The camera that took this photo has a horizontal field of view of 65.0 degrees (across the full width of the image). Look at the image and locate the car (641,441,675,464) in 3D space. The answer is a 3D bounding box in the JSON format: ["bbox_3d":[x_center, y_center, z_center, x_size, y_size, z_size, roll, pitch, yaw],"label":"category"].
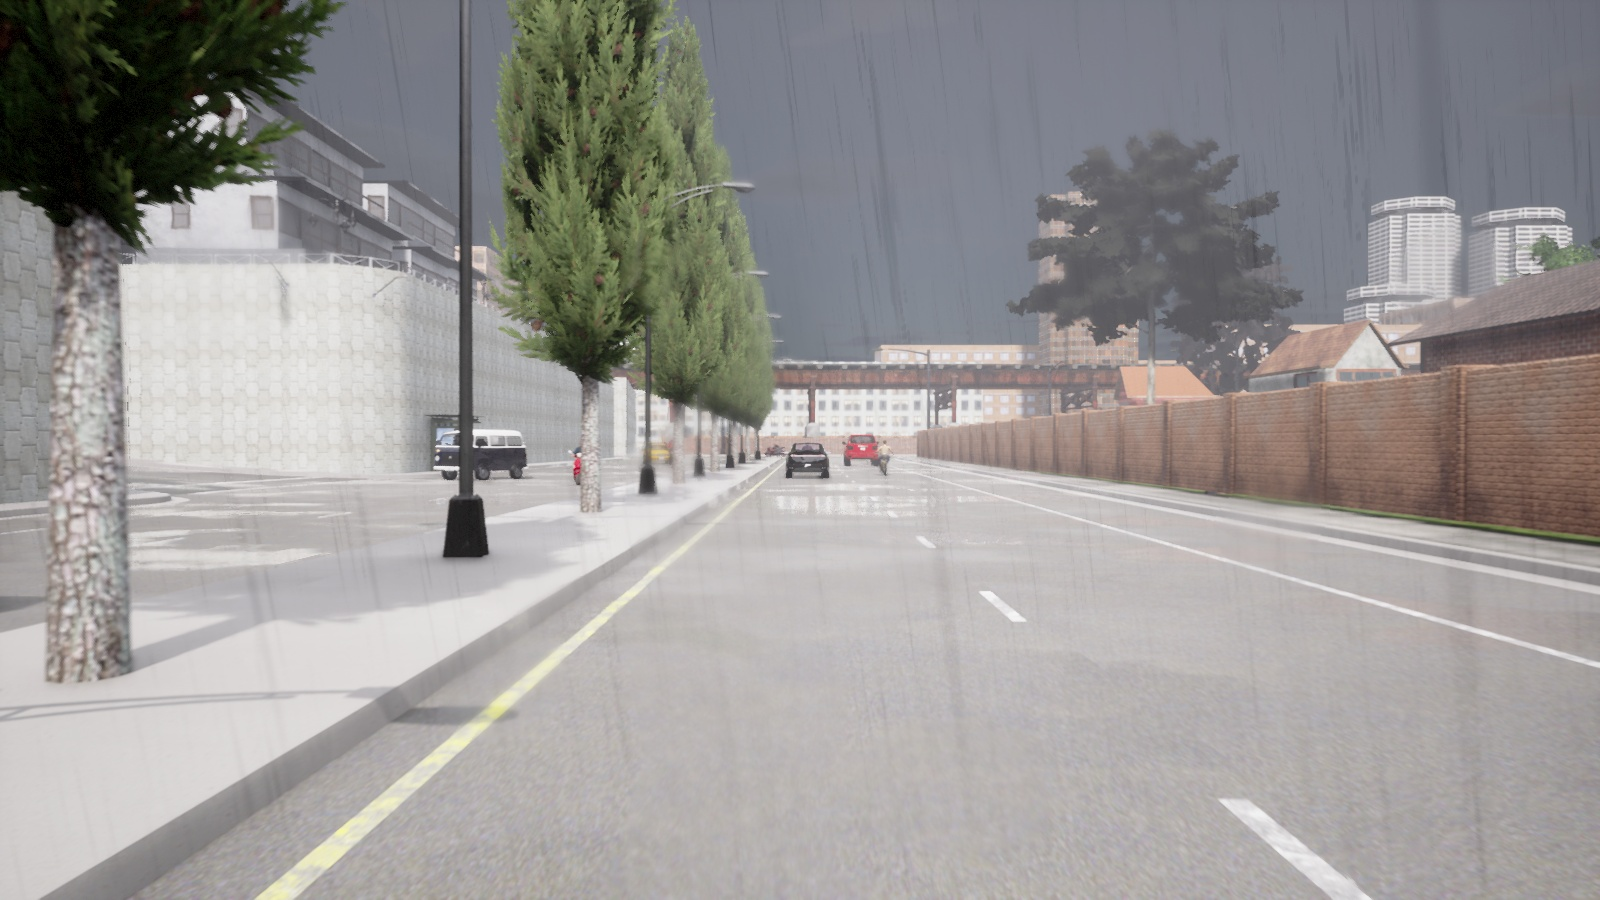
[{"bbox_3d":[-10.088,0.176,88.830,1.801,1.575,5.366,0,0,-12],"label":"car"}]

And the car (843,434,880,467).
[{"bbox_3d":[3.981,0.007,81.919,2.150,2.045,5.566,0,0,0],"label":"car"}]

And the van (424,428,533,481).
[{"bbox_3d":[-12.810,0.164,50.351,2.069,2.038,4.480,1,0,20],"label":"van"}]

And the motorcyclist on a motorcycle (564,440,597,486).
[{"bbox_3d":[-7.732,0.439,44.303,0.866,1.590,1.817,0,0,0],"label":"motorcyclist on a motorcycle"}]

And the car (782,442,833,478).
[{"bbox_3d":[0.326,0.395,54.602,2.128,1.511,4.902,0,0,0],"label":"car"}]

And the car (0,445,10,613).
[{"bbox_3d":[-7.933,0.703,9.048,1.816,1.474,4.193,0,0,0],"label":"car"}]
